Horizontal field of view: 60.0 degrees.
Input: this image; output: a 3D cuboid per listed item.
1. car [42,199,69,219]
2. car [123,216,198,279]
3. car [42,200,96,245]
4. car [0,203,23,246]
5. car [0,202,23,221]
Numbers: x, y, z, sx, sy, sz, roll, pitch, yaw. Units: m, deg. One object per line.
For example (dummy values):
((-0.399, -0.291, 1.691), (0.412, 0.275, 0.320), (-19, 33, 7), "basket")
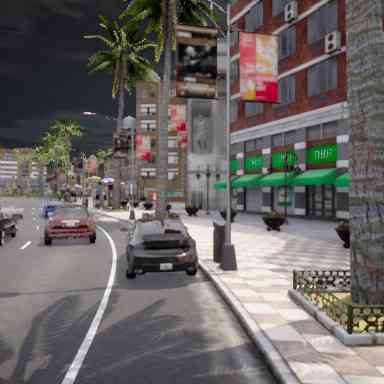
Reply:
((-12.443, 1.475, 30.173), (1.882, 1.535, 5.008), (0, 0, -27), "car")
((-1.087, 1.503, 10.197), (1.837, 1.490, 4.892), (0, 0, -11), "car")
((-5.753, 1.362, 15.900), (2.097, 1.767, 4.553), (0, 0, -19), "car")
((-9.076, 1.488, 14.798), (2.128, 1.511, 4.902), (0, 0, -19), "car")
((-15.575, 1.604, 28.610), (1.895, 1.301, 4.718), (0, 0, -27), "car")
